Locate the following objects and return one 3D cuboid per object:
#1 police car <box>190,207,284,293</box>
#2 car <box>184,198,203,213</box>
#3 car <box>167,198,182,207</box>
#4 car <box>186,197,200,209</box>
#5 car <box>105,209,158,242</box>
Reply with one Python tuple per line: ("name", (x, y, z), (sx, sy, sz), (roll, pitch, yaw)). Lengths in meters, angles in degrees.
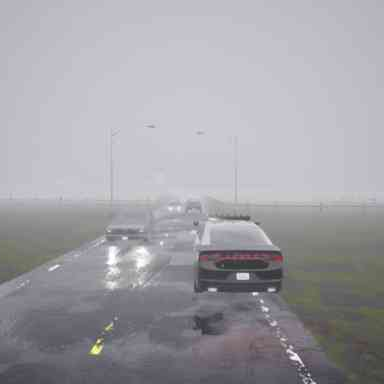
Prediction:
("police car", (0.992, 1.425, 9.009), (1.930, 1.638, 5.238), (0, 0, 0))
("car", (0.197, 1.499, 37.228), (1.837, 1.490, 4.892), (0, 0, 0))
("car", (-2.581, 1.553, 50.395), (1.994, 1.385, 4.181), (0, 0, 0))
("car", (0.186, 1.516, 47.397), (1.812, 1.442, 4.674), (0, 0, 1))
("car", (-2.793, 1.547, 16.535), (2.033, 1.411, 5.357), (0, 0, 0))
